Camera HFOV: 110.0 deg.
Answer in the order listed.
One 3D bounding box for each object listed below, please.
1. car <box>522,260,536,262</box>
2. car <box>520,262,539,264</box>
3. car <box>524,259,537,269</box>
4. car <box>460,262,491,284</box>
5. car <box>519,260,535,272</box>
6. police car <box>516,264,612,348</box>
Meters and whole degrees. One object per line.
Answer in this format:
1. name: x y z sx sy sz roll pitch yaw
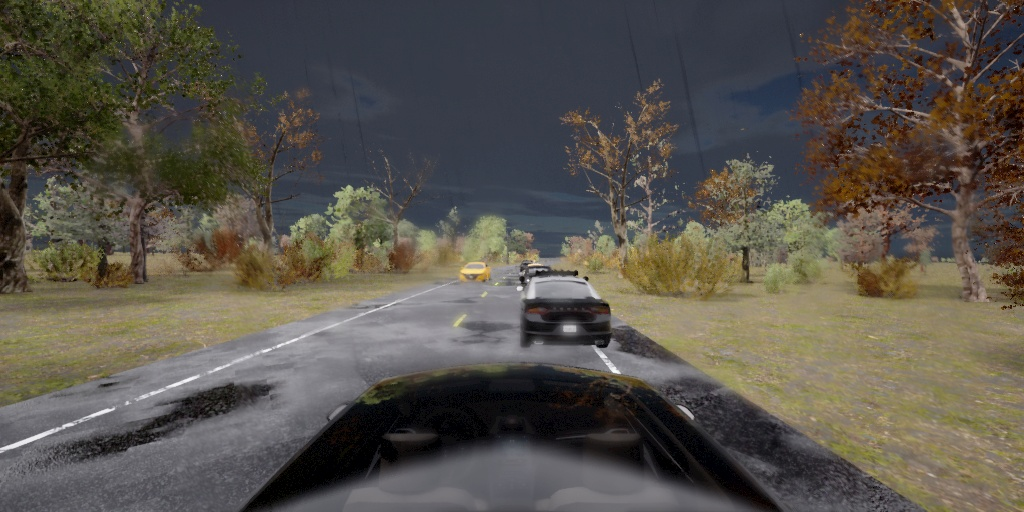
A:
1. car: 1.679 1.218 25.387 1.801 1.575 5.366 0 0 3
2. car: 1.427 1.263 19.229 1.837 1.490 4.892 0 0 2
3. car: 3.220 1.365 60.738 1.882 1.535 5.008 0 0 6
4. car: -2.723 1.244 27.691 1.882 1.535 5.008 0 0 3
5. car: 2.097 1.331 47.880 1.837 1.490 4.892 0 0 5
6. police car: 1.150 1.177 9.387 1.930 1.638 5.238 0 0 1
